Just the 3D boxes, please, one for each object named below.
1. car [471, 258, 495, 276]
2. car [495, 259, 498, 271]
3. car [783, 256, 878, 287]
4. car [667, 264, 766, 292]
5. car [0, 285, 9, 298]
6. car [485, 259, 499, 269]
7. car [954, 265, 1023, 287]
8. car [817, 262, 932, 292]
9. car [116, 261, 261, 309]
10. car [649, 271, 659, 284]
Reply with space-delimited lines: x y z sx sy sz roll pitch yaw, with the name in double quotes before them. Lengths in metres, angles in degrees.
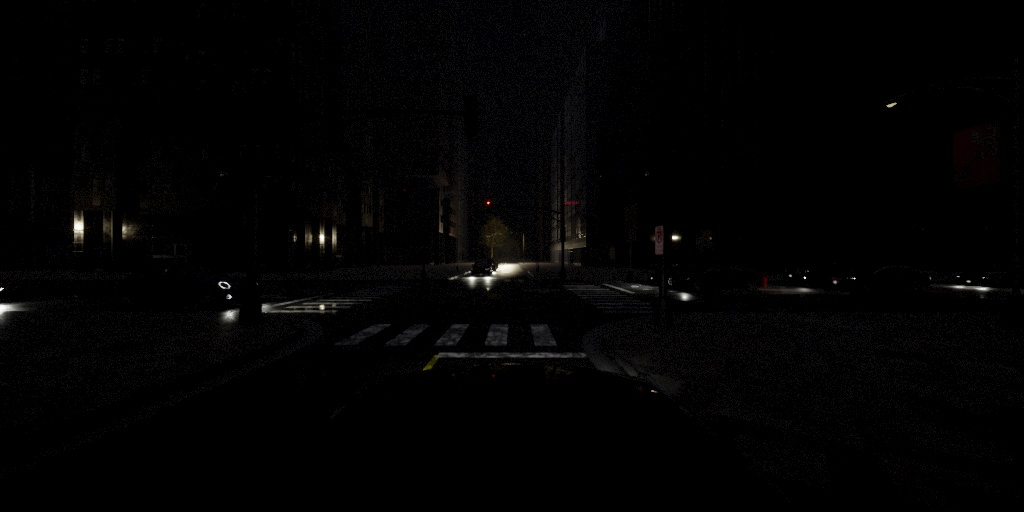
"car" -3.114 1.227 37.539 1.882 1.535 5.008 0 0 1
"car" -3.131 1.101 47.320 2.097 1.767 4.553 0 0 0
"car" 21.577 0.987 24.164 5.566 2.045 2.150 0 0 1
"car" 12.000 1.237 20.969 5.008 1.535 1.882 0 0 1
"car" -23.941 1.290 14.389 5.357 1.411 2.033 0 0 0
"car" -3.145 1.241 57.235 2.128 1.511 4.902 0 0 0
"car" 33.407 1.329 24.127 5.357 1.411 2.033 0 0 0
"car" 21.324 1.262 20.929 4.902 1.511 2.128 0 0 0
"car" -12.736 1.099 14.351 4.553 1.767 2.097 0 0 0
"car" 11.846 1.258 24.225 4.892 1.490 1.837 0 0 -1
